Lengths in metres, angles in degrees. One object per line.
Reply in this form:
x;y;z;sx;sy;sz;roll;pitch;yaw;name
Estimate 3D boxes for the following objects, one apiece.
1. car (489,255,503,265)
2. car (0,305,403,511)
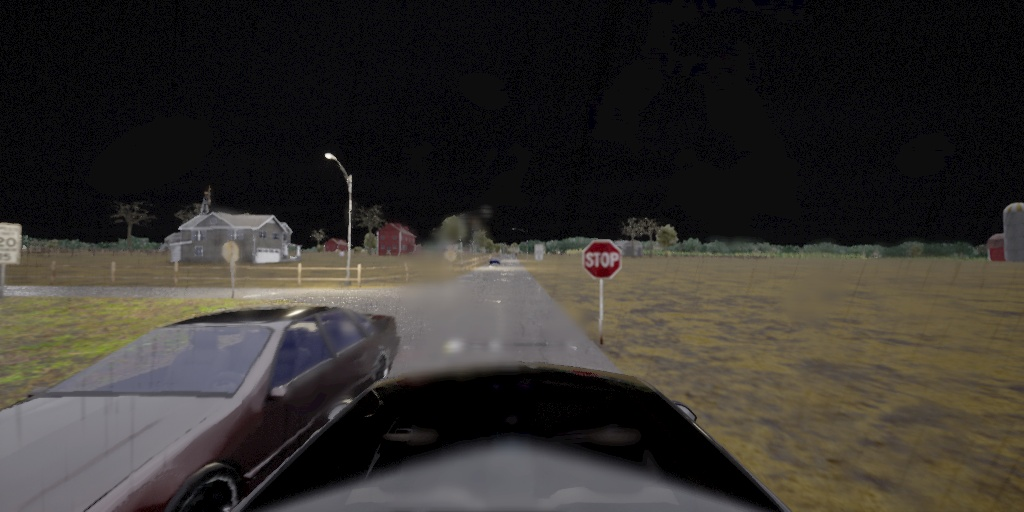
-2.880;0.874;60.036;1.895;1.301;4.718;0;1;0;car
-2.763;1.300;3.834;2.033;1.411;5.357;0;0;0;car
